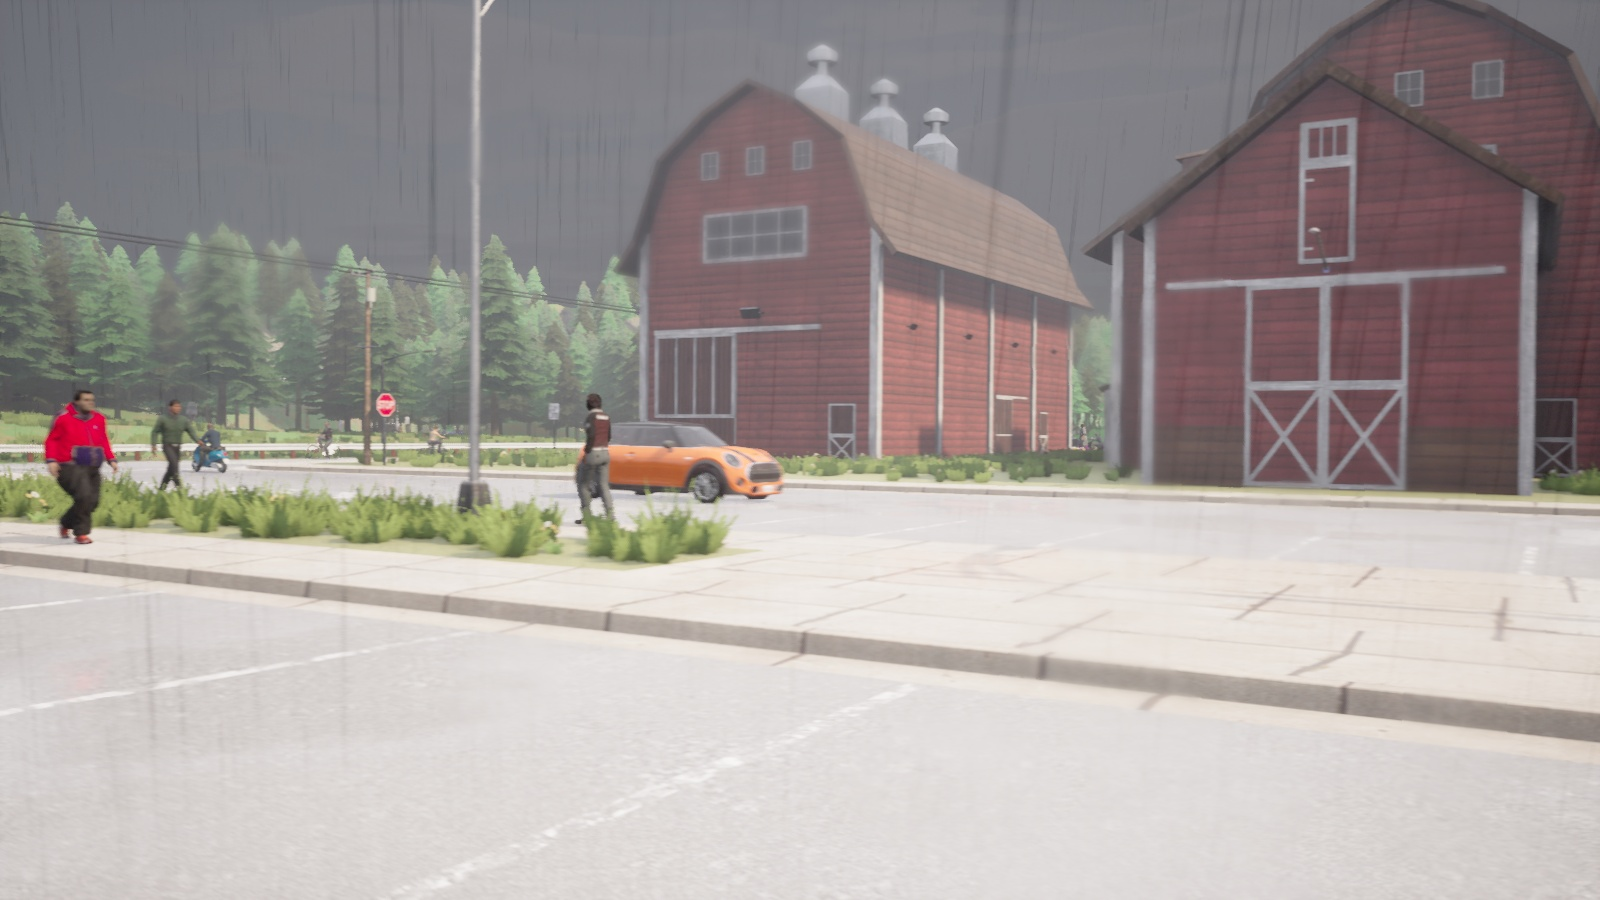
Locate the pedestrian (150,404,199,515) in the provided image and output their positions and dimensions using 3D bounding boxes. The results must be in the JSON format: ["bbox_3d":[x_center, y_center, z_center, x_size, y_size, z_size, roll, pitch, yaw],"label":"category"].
[{"bbox_3d":[-11.154,0.168,22.396,0.788,1.949,0.423,0,1,35],"label":"pedestrian"}]

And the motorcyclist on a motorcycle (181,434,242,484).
[{"bbox_3d":[-18.924,0.280,40.373,1.817,1.590,0.866,0,1,30],"label":"motorcyclist on a motorcycle"}]

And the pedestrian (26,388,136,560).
[{"bbox_3d":[-7.972,0.259,13.935,0.899,1.844,0.634,0,1,26],"label":"pedestrian"}]

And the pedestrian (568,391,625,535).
[{"bbox_3d":[-2.782,0.167,17.183,0.666,1.930,0.402,0,1,38],"label":"pedestrian"}]

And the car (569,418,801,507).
[{"bbox_3d":[-2.488,0.230,26.898,4.553,1.767,2.097,0,1,30],"label":"car"}]

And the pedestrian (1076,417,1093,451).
[{"bbox_3d":[16.899,-0.953,74.648,0.873,1.952,0.659,0,1,6],"label":"pedestrian"}]

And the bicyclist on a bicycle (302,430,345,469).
[{"bbox_3d":[-21.871,-0.022,57.651,0.659,1.776,1.843,0,1,31],"label":"bicyclist on a bicycle"}]
